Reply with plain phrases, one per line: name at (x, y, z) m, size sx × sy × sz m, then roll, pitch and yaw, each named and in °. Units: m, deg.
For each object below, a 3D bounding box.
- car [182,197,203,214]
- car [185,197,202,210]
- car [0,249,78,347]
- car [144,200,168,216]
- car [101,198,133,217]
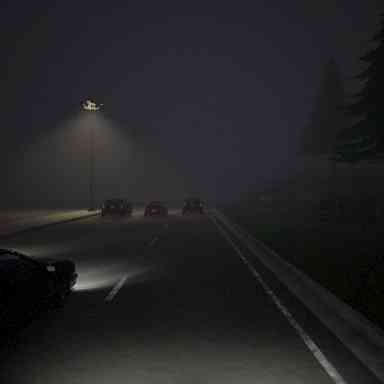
car at (0.097, 1.352, 35.262) m, size 2.097 × 1.767 × 4.553 m, roll 0°, pitch 0°, yaw 0°
car at (0.262, 1.491, 44.474) m, size 2.128 × 1.511 × 4.902 m, roll 0°, pitch 0°, yaw 2°
car at (-3.400, 1.547, 4.777) m, size 2.033 × 1.411 × 5.357 m, roll 0°, pitch 0°, yaw 0°
car at (-3.399, 1.477, 32.142) m, size 1.882 × 1.535 × 5.008 m, roll 0°, pitch 0°, yaw 0°
car at (-6.900, 1.351, 31.001) m, size 2.097 × 1.767 × 4.553 m, roll 0°, pitch 0°, yaw 0°
